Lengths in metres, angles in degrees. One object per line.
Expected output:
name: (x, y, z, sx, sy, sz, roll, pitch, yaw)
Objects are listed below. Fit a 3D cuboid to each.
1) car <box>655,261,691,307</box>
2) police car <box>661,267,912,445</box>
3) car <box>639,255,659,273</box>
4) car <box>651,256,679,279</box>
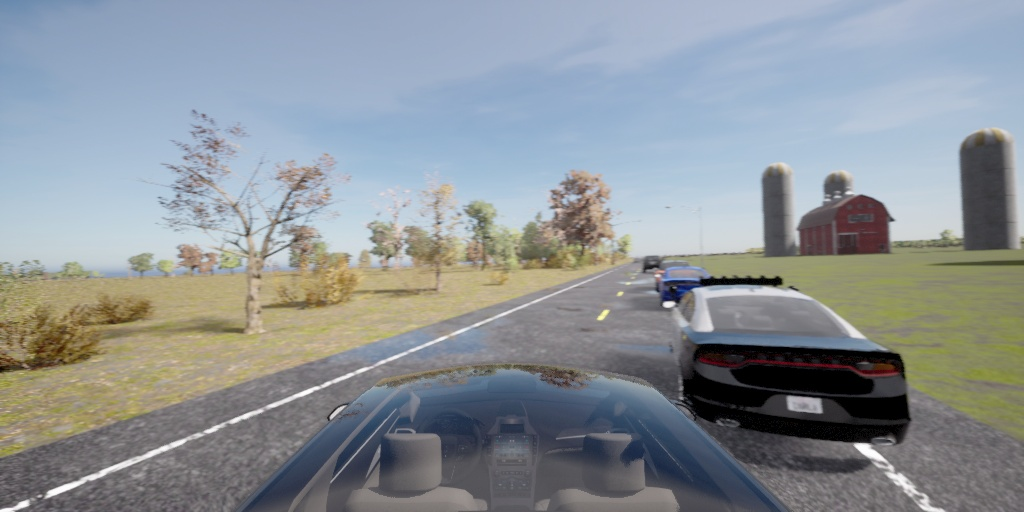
car: (7.089, 1.170, 14.838, 1.882, 1.535, 5.008, -2, -1, 21)
police car: (3.527, 1.119, 5.611, 1.930, 1.638, 5.238, -2, -1, 21)
car: (16.540, 0.932, 42.193, 2.150, 2.045, 5.566, -2, -1, 22)
car: (9.234, 1.042, 20.410, 2.097, 1.767, 4.553, -2, -1, 21)
